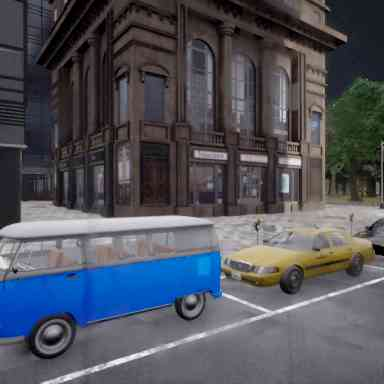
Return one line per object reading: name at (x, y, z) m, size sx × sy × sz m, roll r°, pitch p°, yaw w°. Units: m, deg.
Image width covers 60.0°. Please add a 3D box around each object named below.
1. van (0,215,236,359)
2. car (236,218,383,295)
van at (-1.353, 1.341, 5.684) m, size 3.998 × 1.788 × 1.690 m, roll 0°, pitch 0°, yaw -35°
car at (2.939, 1.525, 8.739) m, size 4.829 × 1.417 × 1.752 m, roll 0°, pitch 0°, yaw -35°
